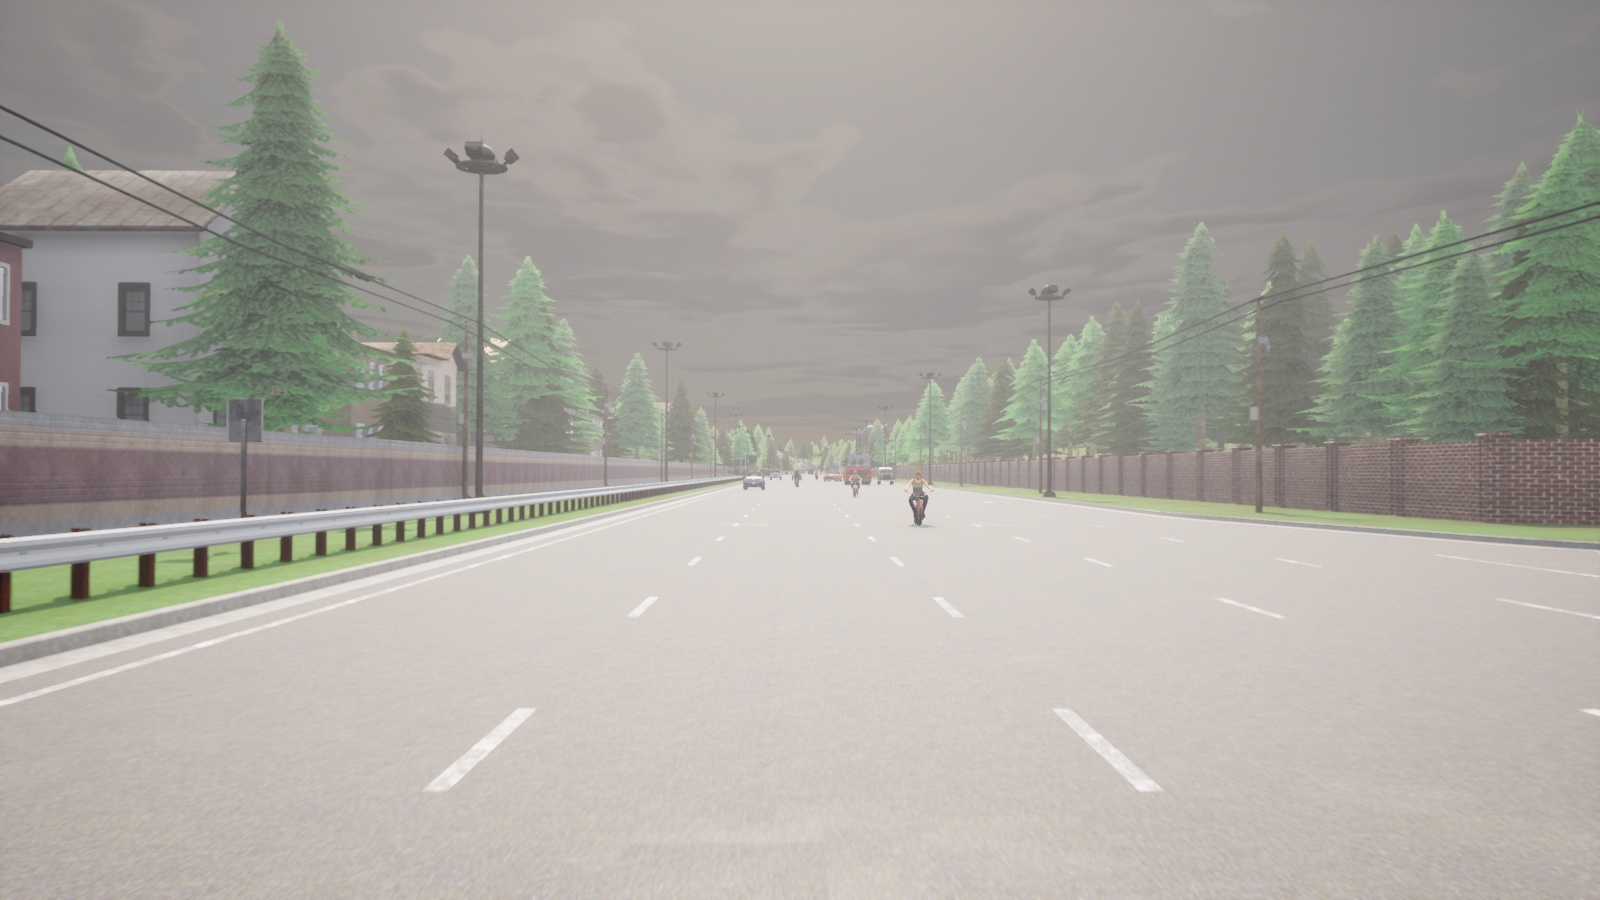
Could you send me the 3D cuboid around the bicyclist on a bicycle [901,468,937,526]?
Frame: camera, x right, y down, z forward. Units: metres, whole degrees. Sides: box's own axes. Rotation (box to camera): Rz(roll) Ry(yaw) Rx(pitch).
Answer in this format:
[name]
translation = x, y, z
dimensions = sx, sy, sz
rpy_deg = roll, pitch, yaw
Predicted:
[bicyclist on a bicycle]
translation = 3.407, 1.340, 36.027
dimensions = 0.866, 1.612, 1.509
rpy_deg = 0, -1, 0
